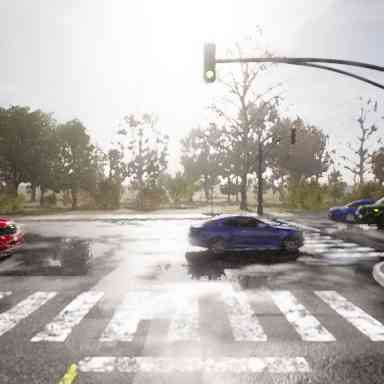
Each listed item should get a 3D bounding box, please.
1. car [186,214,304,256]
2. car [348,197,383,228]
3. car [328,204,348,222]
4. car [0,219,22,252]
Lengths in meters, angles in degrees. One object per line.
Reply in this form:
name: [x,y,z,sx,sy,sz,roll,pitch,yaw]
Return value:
car: [2.107,1.620,13.330,4.674,1.442,1.812,0,1,-8]
car: [13.534,1.162,21.584,5.566,2.045,2.150,-1,1,-7]
car: [12.649,1.368,24.771,5.008,1.535,1.882,-1,1,-8]
car: [-9.195,1.363,11.843,5.566,2.045,2.150,0,1,-7]
